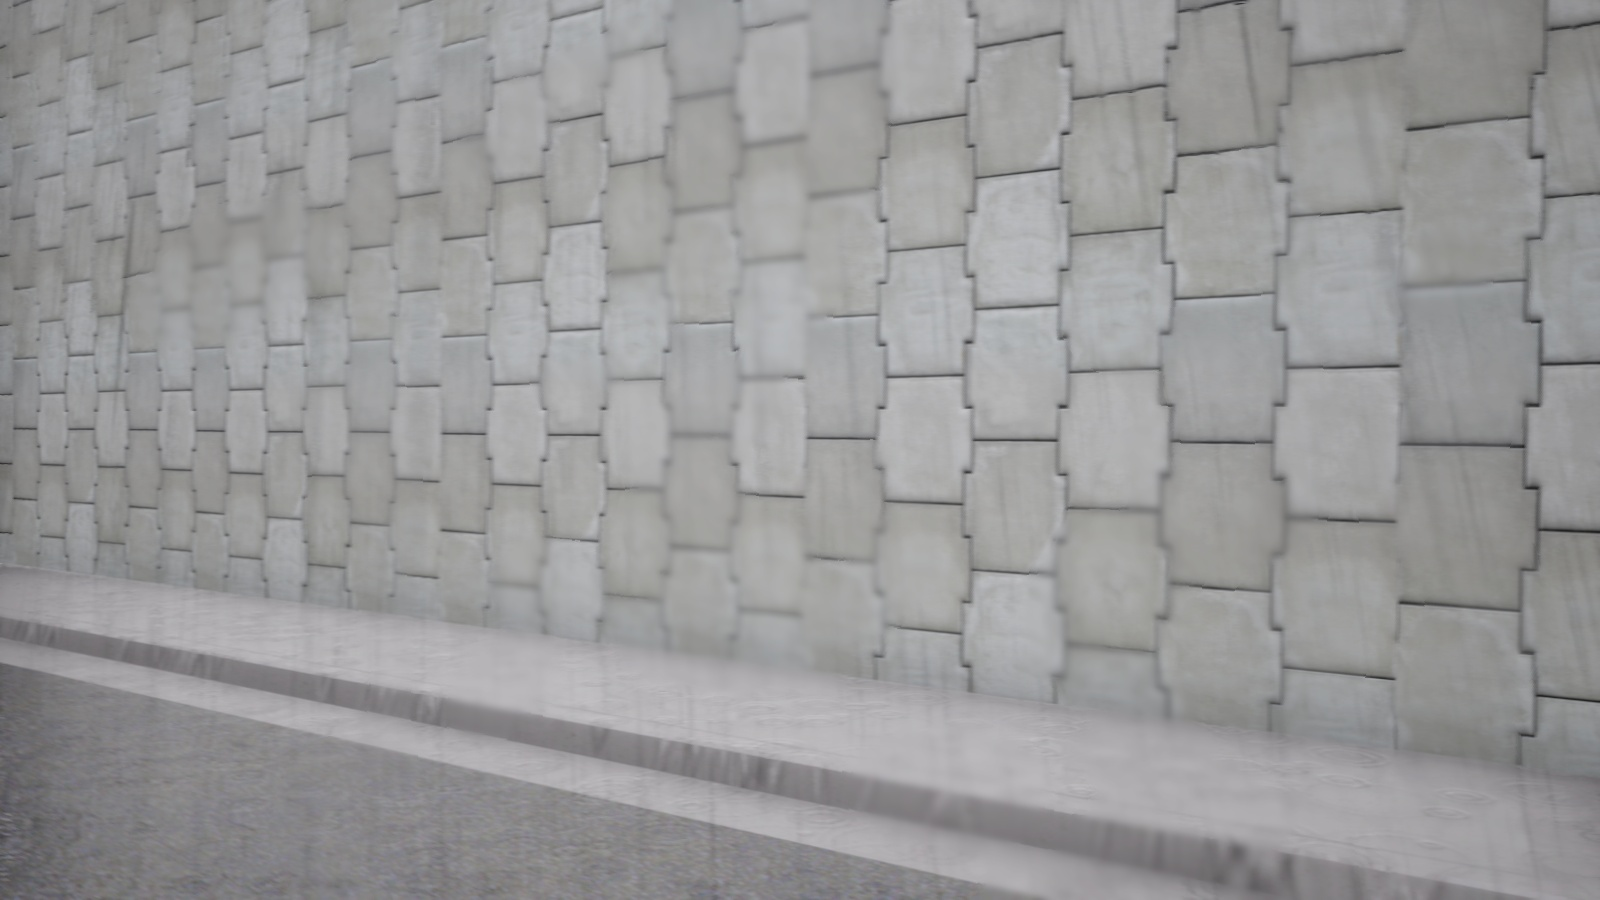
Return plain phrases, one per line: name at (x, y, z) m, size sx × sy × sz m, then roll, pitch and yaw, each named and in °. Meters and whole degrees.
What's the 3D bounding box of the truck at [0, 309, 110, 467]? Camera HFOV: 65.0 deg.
truck at (-20.179, -1.172, 27.692) m, size 2.891 × 3.462 × 7.936 m, roll 0°, pitch 7°, yaw 35°
